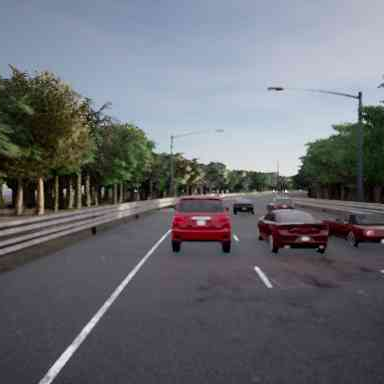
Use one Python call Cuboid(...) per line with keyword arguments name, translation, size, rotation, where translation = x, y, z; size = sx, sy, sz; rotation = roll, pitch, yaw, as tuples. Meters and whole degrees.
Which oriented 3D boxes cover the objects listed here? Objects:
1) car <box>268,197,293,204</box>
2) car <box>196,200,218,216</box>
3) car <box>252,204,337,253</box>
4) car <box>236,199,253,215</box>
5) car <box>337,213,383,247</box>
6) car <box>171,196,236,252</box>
Cuboid(name="car", translation=(8.526, 1.307, 32.147), size=(2.097, 1.767, 4.553), rotation=(0, 0, 5))
Cuboid(name="car", translation=(1.547, 1.508, 32.718), size=(1.994, 1.385, 4.181), rotation=(0, 0, 5))
Cuboid(name="car", translation=(3.905, 1.457, 13.670), size=(1.882, 1.535, 5.008), rotation=(0, -1, 2))
Cuboid(name="car", translation=(5.146, 1.425, 33.772), size=(1.882, 1.535, 5.008), rotation=(0, -1, 5))
Cuboid(name="car", translation=(7.445, 1.580, 14.864), size=(1.895, 1.301, 4.718), rotation=(0, 0, 3))
Cuboid(name="car", translation=(0.403, 1.187, 13.912), size=(2.150, 2.045, 5.566), rotation=(0, -1, 2))
